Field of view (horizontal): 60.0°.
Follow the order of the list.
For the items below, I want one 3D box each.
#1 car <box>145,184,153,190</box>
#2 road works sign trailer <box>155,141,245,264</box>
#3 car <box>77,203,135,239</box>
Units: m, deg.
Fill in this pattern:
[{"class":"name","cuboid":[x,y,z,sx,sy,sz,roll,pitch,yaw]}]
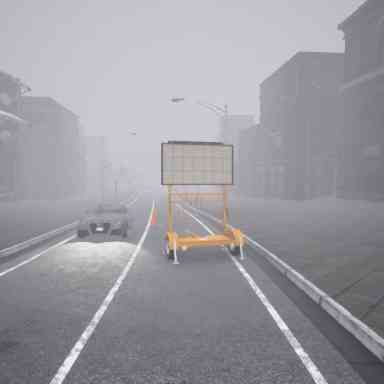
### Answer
[{"class":"car","cuboid":[-11.071,-1.300,85.790,1.837,1.490,4.892,0,4,-6]},{"class":"road works sign trailer","cuboid":[0.141,0.175,10.820,2.380,3.560,2.880,-1,1,-16]},{"class":"car","cuboid":[-3.685,1.207,14.783,1.994,1.385,4.181,0,1,-4]}]
